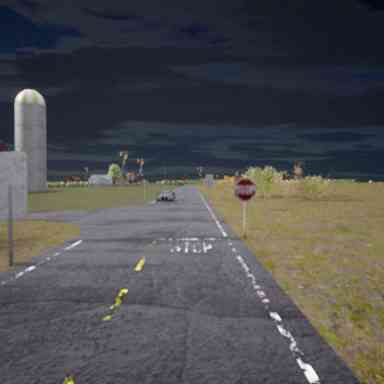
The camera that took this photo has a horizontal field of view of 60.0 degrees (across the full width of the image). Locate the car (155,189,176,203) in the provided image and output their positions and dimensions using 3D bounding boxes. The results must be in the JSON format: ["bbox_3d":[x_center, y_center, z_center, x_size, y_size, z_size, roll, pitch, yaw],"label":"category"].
[{"bbox_3d":[-2.749,0.415,35.544,1.994,1.385,4.181,0,2,0],"label":"car"}]
